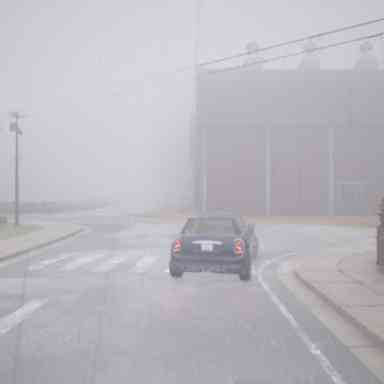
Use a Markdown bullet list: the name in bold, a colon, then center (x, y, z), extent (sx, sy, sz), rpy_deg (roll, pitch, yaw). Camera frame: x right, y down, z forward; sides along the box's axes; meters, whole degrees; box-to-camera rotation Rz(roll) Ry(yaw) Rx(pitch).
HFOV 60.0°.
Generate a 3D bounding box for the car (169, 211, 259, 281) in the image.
- **car**: center (0.836, 1.382, 10.265), extent (2.097, 1.767, 4.553), rpy_deg (0, 0, 13)

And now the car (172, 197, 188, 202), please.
- **car**: center (-3.266, 1.905, 88.267), extent (1.895, 1.301, 4.718), rpy_deg (0, 0, -38)
